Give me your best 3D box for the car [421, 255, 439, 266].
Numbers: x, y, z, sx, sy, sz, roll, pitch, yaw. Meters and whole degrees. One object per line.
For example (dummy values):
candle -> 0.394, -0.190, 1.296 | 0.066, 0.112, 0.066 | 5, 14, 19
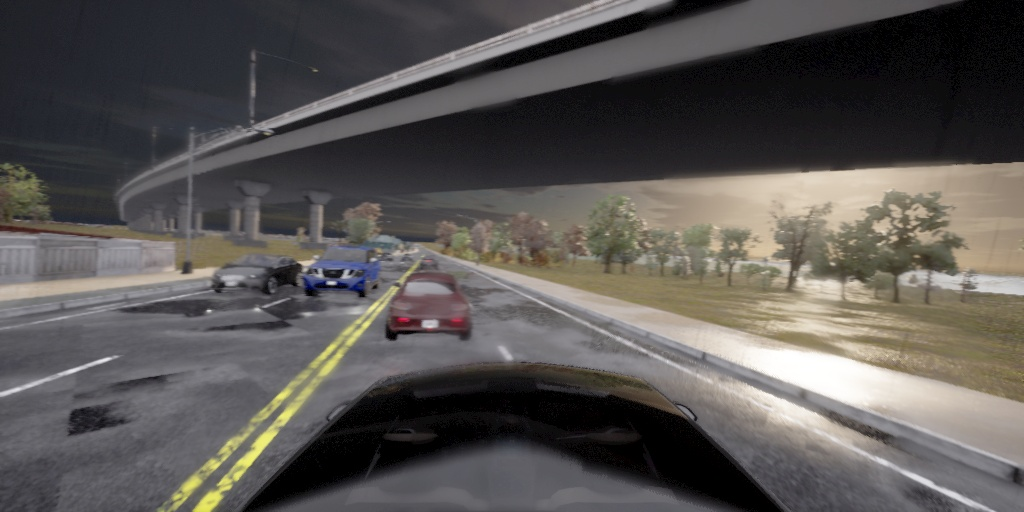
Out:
car -> -9.112, 0.698, 39.714 | 2.128, 1.511, 4.902 | 3, 0, -13

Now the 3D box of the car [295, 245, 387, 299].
car -> -7.029, 0.568, 15.495 | 2.150, 2.045, 5.566 | 3, 0, -13

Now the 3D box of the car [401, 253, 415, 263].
car -> -17.001, 0.319, 58.671 | 1.812, 1.442, 4.674 | 3, 0, -13

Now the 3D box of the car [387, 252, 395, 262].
car -> -20.159, 0.147, 57.926 | 1.812, 1.442, 4.674 | 3, 0, -13

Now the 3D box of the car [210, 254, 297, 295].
car -> -10.213, 0.665, 14.797 | 2.128, 1.511, 4.902 | 3, 0, -13

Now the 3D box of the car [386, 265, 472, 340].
car -> -2.113, 1.150, 9.337 | 1.812, 1.442, 4.674 | 3, 0, -13
